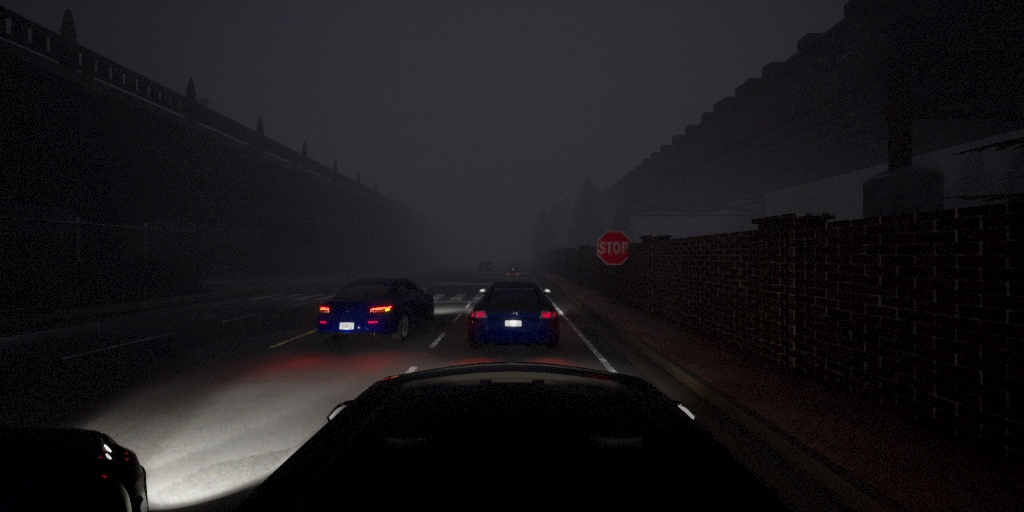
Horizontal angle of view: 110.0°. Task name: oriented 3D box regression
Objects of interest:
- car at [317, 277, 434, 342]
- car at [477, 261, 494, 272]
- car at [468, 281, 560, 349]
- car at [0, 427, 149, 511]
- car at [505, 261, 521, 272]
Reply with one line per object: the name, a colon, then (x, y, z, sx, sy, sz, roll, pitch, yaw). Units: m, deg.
car: (-3.411, 1.276, 9.691, 1.812, 1.442, 4.674, 0, 0, 0)
car: (-3.391, 1.297, 45.828, 2.033, 1.411, 5.357, 0, 0, -1)
car: (0.070, 1.314, 9.169, 1.994, 1.385, 4.181, 0, 0, 1)
car: (-3.398, 1.314, 0.595, 1.994, 1.385, 4.181, 0, 0, 0)
car: (0.104, 1.351, 45.987, 1.895, 1.301, 4.718, 0, 0, -1)
